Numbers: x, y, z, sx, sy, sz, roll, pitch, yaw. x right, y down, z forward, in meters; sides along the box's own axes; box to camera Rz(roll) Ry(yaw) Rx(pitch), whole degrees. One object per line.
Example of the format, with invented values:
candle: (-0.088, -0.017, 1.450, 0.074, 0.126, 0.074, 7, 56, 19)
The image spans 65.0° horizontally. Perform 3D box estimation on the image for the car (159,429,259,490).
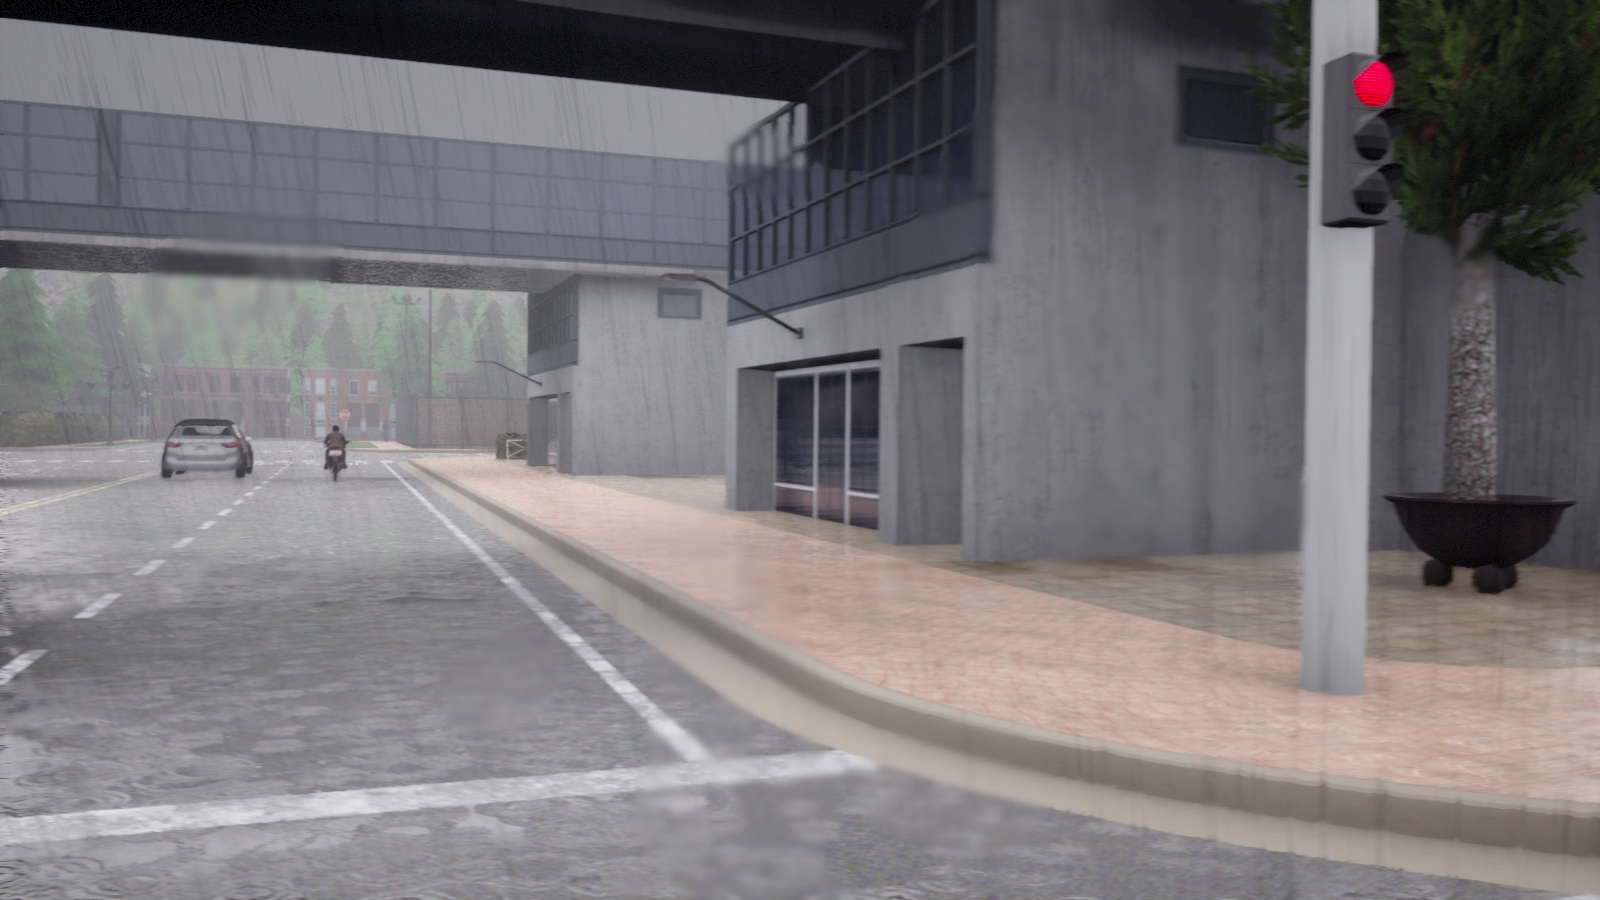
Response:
car: (-17.357, 0.226, 37.125, 2.242, 1.667, 4.611, -1, 1, -20)

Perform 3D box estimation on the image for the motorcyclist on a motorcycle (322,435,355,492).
motorcyclist on a motorcycle: (-12.740, 0.354, 34.687, 0.797, 1.523, 2.044, -1, 1, -20)
